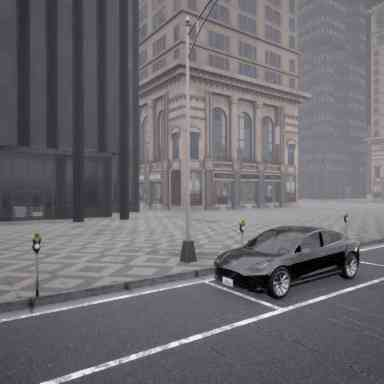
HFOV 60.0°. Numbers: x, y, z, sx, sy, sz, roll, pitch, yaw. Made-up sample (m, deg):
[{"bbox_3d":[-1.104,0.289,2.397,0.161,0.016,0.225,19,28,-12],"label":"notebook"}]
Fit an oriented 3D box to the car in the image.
[{"bbox_3d":[2.546,1.565,8.452,4.313,1.339,1.947,0,0,-35],"label":"car"}]
